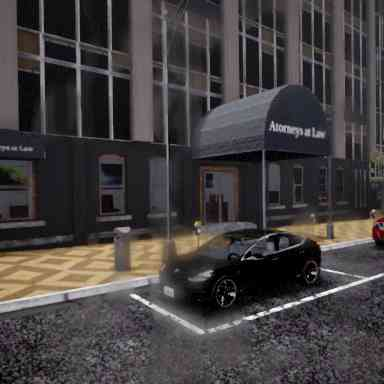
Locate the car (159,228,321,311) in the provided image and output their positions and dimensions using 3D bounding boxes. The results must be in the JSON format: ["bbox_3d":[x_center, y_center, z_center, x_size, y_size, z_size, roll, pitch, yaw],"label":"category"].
[{"bbox_3d":[1.290,1.564,7.777,4.313,1.339,1.947,0,-1,-37],"label":"car"}]

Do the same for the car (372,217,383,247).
[{"bbox_3d":[9.571,1.310,13.973,5.009,1.841,2.192,0,-1,-37],"label":"car"}]
